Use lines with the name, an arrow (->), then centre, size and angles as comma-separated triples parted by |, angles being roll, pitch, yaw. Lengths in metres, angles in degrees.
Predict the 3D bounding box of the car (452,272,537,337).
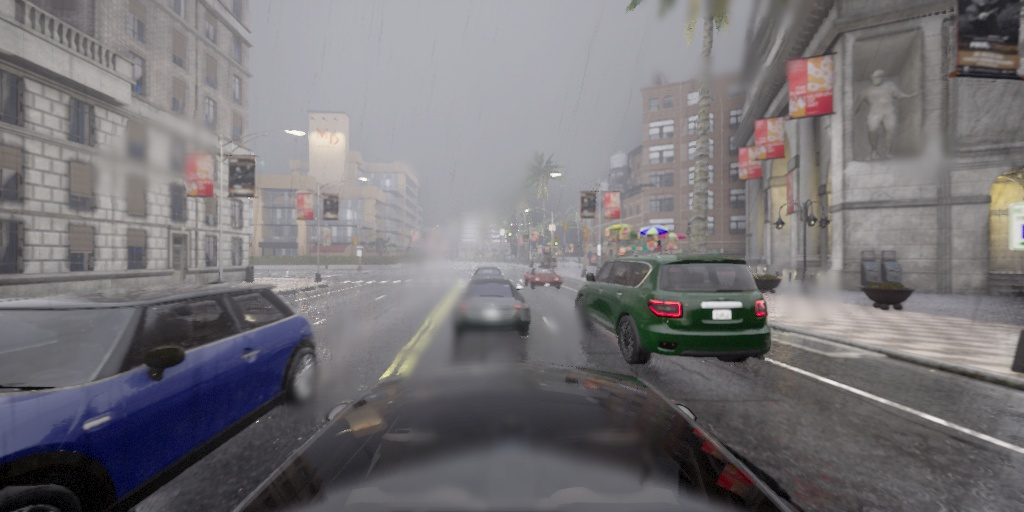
car -> -0.597, 1.338, 10.469 | 1.994, 1.385, 4.181 | 0, 0, -3

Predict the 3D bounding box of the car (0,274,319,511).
car -> -3.743, 1.110, 3.224 | 2.097, 1.767, 4.553 | 0, 0, -3

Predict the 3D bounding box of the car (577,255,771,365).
car -> 3.093, 0.989, 8.226 | 2.150, 2.045, 5.566 | 0, 0, -3

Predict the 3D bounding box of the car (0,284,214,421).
car -> -7.302, 1.313, 5.008 | 2.033, 1.411, 5.357 | 0, 0, -3

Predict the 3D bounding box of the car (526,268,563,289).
car -> 1.902, 1.407, 23.403 | 1.895, 1.301, 4.718 | 0, 0, -5

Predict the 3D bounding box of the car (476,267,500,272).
car -> -1.443, 1.352, 21.456 | 2.033, 1.411, 5.357 | 0, 0, -5
